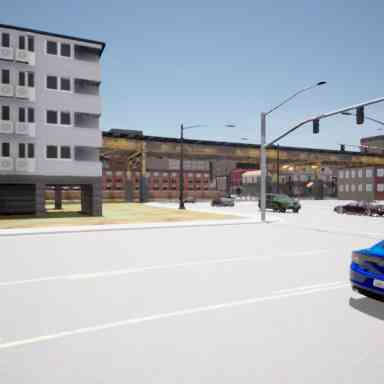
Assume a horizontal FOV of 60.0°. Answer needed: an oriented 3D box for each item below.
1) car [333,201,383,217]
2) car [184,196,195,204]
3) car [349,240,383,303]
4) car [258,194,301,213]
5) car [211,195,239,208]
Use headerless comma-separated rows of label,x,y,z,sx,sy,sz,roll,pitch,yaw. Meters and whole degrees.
car,16.326,1.547,32.014,2.033,1.411,5.357,0,0,-26
car,-0.417,1.547,66.523,2.033,1.411,5.357,0,0,6
car,5.578,1.477,6.923,5.008,1.535,1.882,0,0,-25
car,9.668,1.222,37.296,2.150,2.045,5.566,0,0,-26
car,4.428,1.525,48.277,1.812,1.442,4.674,0,0,-25
